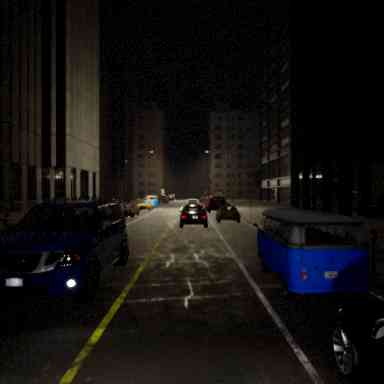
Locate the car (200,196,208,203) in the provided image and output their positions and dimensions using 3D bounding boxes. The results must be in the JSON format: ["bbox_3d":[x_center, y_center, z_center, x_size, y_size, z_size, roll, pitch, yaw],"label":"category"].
[{"bbox_3d":[2.663,1.690,75.867,1.802,1.307,4.206,0,0,0],"label":"car"}]

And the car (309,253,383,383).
[{"bbox_3d":[2.666,1.567,2.558,1.947,1.339,4.313,0,0,0],"label":"car"}]

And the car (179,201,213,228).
[{"bbox_3d":[0.100,1.579,22.691,2.033,1.411,5.357,0,0,0],"label":"car"}]

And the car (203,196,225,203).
[{"bbox_3d":[2.664,1.381,36.390,2.192,1.841,5.009,0,0,0],"label":"car"}]

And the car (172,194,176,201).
[{"bbox_3d":[-5.863,1.677,87.171,1.947,1.339,4.313,0,0,0],"label":"car"}]

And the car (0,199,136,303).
[{"bbox_3d":[-3.094,1.229,8.576,2.150,2.045,5.566,0,0,0],"label":"car"}]

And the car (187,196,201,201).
[{"bbox_3d":[0.098,1.605,42.907,1.812,1.442,4.674,0,0,0],"label":"car"}]

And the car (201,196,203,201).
[{"bbox_3d":[2.664,1.392,42.030,2.192,1.841,5.009,0,0,0],"label":"car"}]

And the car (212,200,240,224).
[{"bbox_3d":[2.665,1.564,25.321,1.752,1.417,4.829,0,0,1],"label":"car"}]

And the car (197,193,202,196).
[{"bbox_3d":[2.663,1.546,70.227,1.967,1.590,4.097,0,0,0],"label":"car"}]

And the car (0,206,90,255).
[{"bbox_3d":[-5.860,1.455,13.850,1.967,1.590,4.097,0,0,0],"label":"car"}]

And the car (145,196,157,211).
[{"bbox_3d":[-5.863,1.603,41.879,1.752,1.417,4.829,0,0,0],"label":"car"}]

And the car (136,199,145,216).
[{"bbox_3d":[-5.868,1.576,30.566,1.752,1.417,4.829,0,0,1],"label":"car"}]

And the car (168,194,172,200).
[{"bbox_3d":[-5.863,1.547,70.252,1.967,1.590,4.097,0,0,0],"label":"car"}]

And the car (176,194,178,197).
[{"bbox_3d":[-5.863,1.428,92.811,2.192,1.841,5.009,0,0,0],"label":"car"}]

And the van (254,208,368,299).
[{"bbox_3d":[2.665,1.348,8.197,1.690,1.788,3.998,0,0,0],"label":"van"}]

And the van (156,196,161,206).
[{"bbox_3d":[-5.862,1.429,47.691,1.690,1.788,3.998,0,0,0],"label":"van"}]

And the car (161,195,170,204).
[{"bbox_3d":[-5.862,1.686,64.610,1.802,1.307,4.206,0,0,0],"label":"car"}]
